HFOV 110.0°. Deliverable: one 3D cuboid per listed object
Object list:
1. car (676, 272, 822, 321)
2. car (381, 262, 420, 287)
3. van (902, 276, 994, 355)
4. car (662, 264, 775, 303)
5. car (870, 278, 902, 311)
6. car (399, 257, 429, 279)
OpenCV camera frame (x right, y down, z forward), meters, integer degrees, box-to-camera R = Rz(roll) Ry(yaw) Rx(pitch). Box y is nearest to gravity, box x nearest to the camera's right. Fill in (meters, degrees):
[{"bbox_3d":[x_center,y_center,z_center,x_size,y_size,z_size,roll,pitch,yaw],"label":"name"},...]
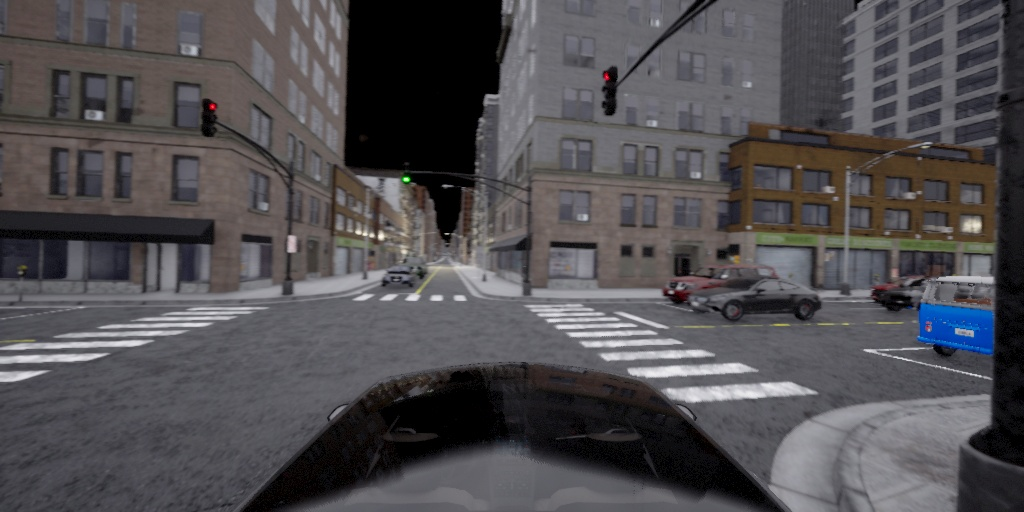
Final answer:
[{"bbox_3d":[8.794,1.481,13.089,4.674,1.442,1.812,1,0,-9],"label":"car"},{"bbox_3d":[-7.795,1.366,25.044,1.994,1.385,4.181,2,-1,-10],"label":"car"},{"bbox_3d":[10.818,1.318,7.482,3.998,1.789,1.690,0,0,-10],"label":"van"},{"bbox_3d":[9.283,1.283,15.868,5.009,1.841,2.192,0,0,-10],"label":"car"},{"bbox_3d":[17.833,1.612,14.727,4.892,1.490,1.837,1,0,-10],"label":"car"},{"bbox_3d":[-9.447,1.089,34.270,2.150,2.045,5.566,2,-1,-10],"label":"car"}]
